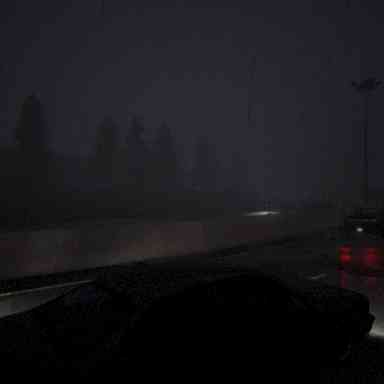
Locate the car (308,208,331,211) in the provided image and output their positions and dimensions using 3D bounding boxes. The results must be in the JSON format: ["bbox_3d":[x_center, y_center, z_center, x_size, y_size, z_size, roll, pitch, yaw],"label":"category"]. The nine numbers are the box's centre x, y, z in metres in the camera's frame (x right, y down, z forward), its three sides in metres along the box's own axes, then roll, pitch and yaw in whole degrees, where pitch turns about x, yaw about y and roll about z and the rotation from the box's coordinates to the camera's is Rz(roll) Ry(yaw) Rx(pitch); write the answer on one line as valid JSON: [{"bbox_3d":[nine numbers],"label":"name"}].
[{"bbox_3d":[12.416,1.607,31.623,1.994,1.385,4.181,0,0,36],"label":"car"}]

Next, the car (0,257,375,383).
[{"bbox_3d":[0.102,1.556,3.990,5.357,1.411,2.033,0,0,-37],"label":"car"}]

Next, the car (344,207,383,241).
[{"bbox_3d":[9.385,1.510,16.985,2.128,1.511,4.902,0,0,44],"label":"car"}]
